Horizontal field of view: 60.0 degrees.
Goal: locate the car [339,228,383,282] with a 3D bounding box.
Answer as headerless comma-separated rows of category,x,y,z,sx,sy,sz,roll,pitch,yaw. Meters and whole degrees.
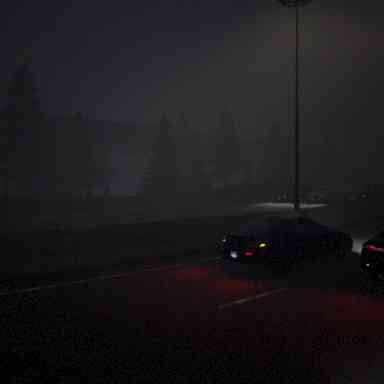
car,6.012,1.329,8.055,4.902,1.511,2.128,-3,2,-35

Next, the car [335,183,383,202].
car,14.242,0.088,27.064,4.902,1.511,2.128,-7,4,-35

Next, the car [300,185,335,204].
car,12.237,0.120,29.933,4.674,1.442,1.812,-7,4,-35

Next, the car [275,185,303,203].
car,10.184,0.103,32.767,4.892,1.490,1.837,-8,4,-35

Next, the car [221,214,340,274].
car,2.991,1.402,10.201,4.674,1.442,1.812,-2,1,-35
